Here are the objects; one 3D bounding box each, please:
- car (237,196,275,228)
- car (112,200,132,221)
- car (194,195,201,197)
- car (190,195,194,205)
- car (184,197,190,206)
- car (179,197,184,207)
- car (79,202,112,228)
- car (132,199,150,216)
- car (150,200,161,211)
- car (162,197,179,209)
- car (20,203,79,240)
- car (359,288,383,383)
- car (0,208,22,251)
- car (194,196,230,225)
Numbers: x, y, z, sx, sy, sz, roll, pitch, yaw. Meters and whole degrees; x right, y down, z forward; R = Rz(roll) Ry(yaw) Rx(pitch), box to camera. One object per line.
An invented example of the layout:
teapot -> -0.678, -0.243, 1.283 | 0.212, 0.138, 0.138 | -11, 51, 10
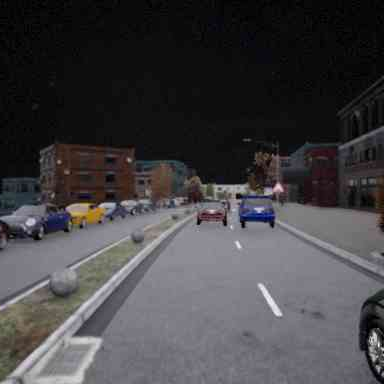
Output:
car -> 4.357, 1.269, 22.957 | 2.150, 2.045, 5.566 | 0, 0, 6
car -> -6.944, 1.565, 28.119 | 2.002, 1.452, 4.674 | 0, 0, 7
car -> 0.144, 1.944, 77.324 | 2.231, 1.521, 4.892 | 0, -1, 8
car -> -1.452, 1.699, 66.426 | 2.185, 1.767, 4.553 | 0, -1, 8
car -> -2.252, 1.646, 60.964 | 2.185, 1.767, 4.553 | 0, -1, 8
car -> -3.076, 1.761, 55.346 | 2.002, 1.452, 4.674 | 0, 0, 8
car -> -7.518, 1.513, 22.600 | 2.097, 1.535, 5.008 | 0, 0, 6
car -> -6.251, 1.542, 33.624 | 2.231, 1.521, 4.892 | 0, 0, 8
car -> -5.459, 1.578, 39.086 | 2.231, 1.521, 4.892 | 0, 0, 8
car -> -3.872, 1.546, 49.913 | 2.185, 1.767, 4.553 | 0, -1, 8
car -> -7.973, 1.375, 17.095 | 2.185, 1.767, 4.553 | 0, 0, 5
car -> 3.198, 1.357, 2.476 | 2.097, 1.767, 4.553 | 0, 0, 1
car -> -8.310, 1.518, 11.376 | 2.163, 1.488, 4.792 | 0, 0, 3
car -> 1.563, 1.399, 24.825 | 2.097, 1.767, 4.553 | 0, 0, 6
